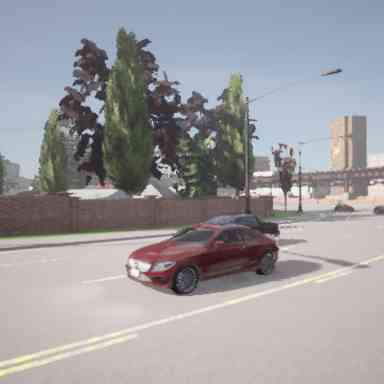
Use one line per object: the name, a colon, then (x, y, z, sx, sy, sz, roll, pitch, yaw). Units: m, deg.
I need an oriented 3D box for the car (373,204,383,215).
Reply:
car: (25.190, 2.263, 43.428, 1.994, 1.385, 4.181, 0, -1, 14)

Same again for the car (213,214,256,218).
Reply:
car: (1.774, 1.690, 14.626, 5.357, 1.411, 2.033, 1, -1, -42)

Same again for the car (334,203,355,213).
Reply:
car: (23.011, 2.418, 50.317, 1.994, 1.385, 4.181, -1, -1, 7)

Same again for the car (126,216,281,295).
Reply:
car: (0.510, 1.595, 9.033, 4.674, 1.442, 1.812, 1, -1, -39)
